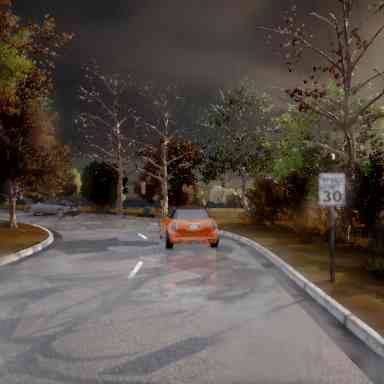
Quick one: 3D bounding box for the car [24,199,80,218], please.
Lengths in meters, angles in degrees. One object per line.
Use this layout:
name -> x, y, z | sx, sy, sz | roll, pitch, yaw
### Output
car -> -11.144, 1.253, 26.606 | 4.181, 1.385, 1.994 | 2, -1, 14

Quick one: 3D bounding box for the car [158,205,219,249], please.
car -> -0.287, 1.375, 14.888 | 2.097, 1.767, 4.553 | 0, 0, -10
